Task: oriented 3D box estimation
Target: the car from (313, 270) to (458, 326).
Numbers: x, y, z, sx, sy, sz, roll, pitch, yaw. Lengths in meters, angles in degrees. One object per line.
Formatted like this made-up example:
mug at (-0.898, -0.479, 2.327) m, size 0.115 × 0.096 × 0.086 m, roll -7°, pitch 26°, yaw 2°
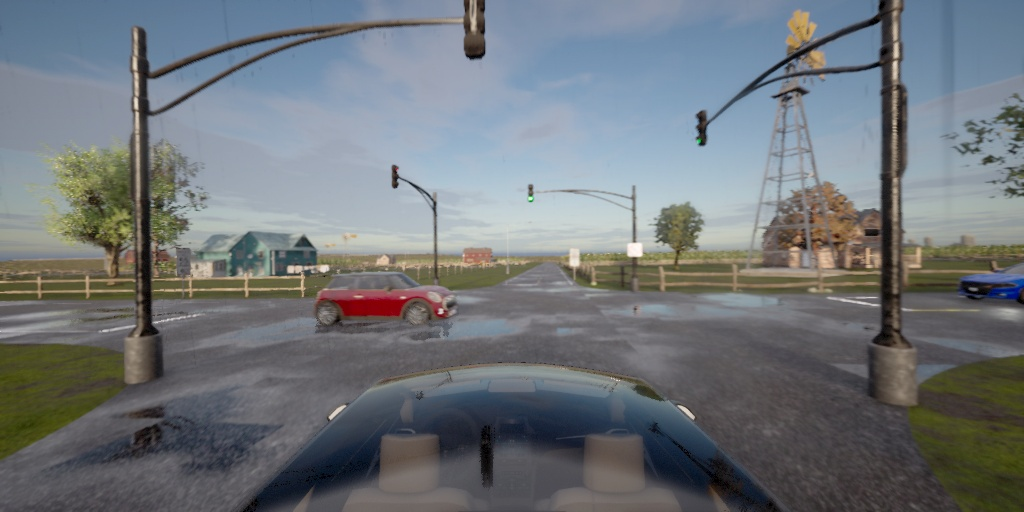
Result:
car at (-4.225, 1.334, 12.321) m, size 4.553 × 1.767 × 2.097 m, roll -1°, pitch 0°, yaw 6°

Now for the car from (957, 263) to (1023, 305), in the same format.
car at (19.856, 0.926, 13.233) m, size 5.008 × 1.535 × 1.882 m, roll -1°, pitch 0°, yaw 6°
